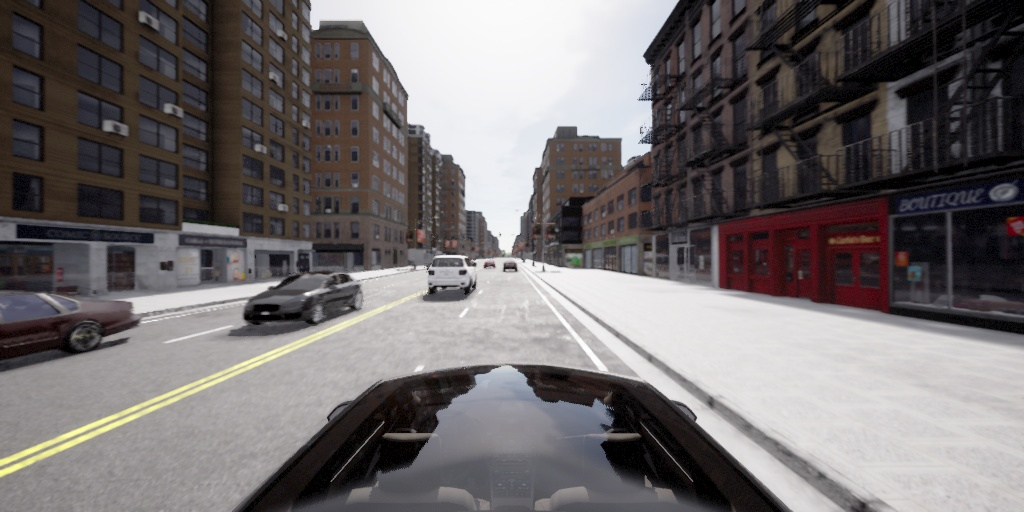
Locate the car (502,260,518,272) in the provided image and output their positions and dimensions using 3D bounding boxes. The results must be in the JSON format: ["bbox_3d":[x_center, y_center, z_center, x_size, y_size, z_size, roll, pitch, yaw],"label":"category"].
[{"bbox_3d":[-0.237,1.258,46.944,1.837,1.490,4.892,0,-1,0],"label":"car"}]

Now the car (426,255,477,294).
[{"bbox_3d":[-3.284,0.992,20.513,2.150,2.045,5.566,0,0,0],"label":"car"}]

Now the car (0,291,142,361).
[{"bbox_3d":[-9.872,1.351,6.226,2.033,1.411,5.357,0,0,0],"label":"car"}]

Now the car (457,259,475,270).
[{"bbox_3d":[-6.951,1.284,55.059,2.128,1.511,4.902,0,0,0],"label":"car"}]

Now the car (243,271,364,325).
[{"bbox_3d":[-6.666,1.292,12.091,1.837,1.490,4.892,0,0,0],"label":"car"}]

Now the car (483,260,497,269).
[{"bbox_3d":[-3.638,1.302,58.664,1.812,1.442,4.674,0,0,0],"label":"car"}]
